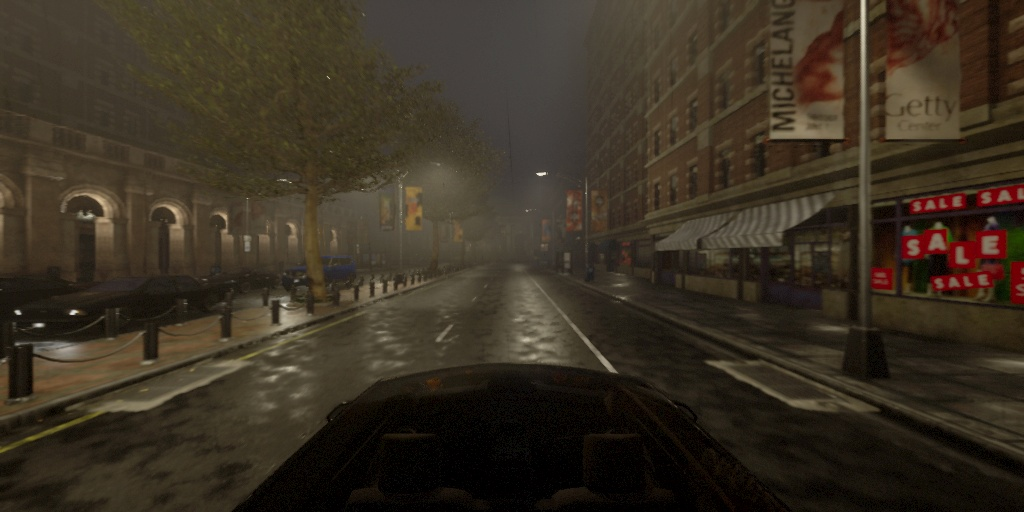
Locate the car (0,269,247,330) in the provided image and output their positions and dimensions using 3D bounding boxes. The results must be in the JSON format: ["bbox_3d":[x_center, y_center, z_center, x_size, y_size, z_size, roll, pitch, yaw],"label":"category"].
[{"bbox_3d":[-11.527,1.301,11.396,2.033,1.411,5.357,0,0,0],"label":"car"}]

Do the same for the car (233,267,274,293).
[{"bbox_3d":[-14.998,1.319,20.142,1.994,1.385,4.181,0,0,0],"label":"car"}]

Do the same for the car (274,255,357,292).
[{"bbox_3d":[-11.497,0.977,21.910,2.150,2.045,5.566,0,0,0],"label":"car"}]

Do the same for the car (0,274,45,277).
[{"bbox_3d":[-15.032,1.317,10.265,1.994,1.385,4.181,0,0,1],"label":"car"}]
